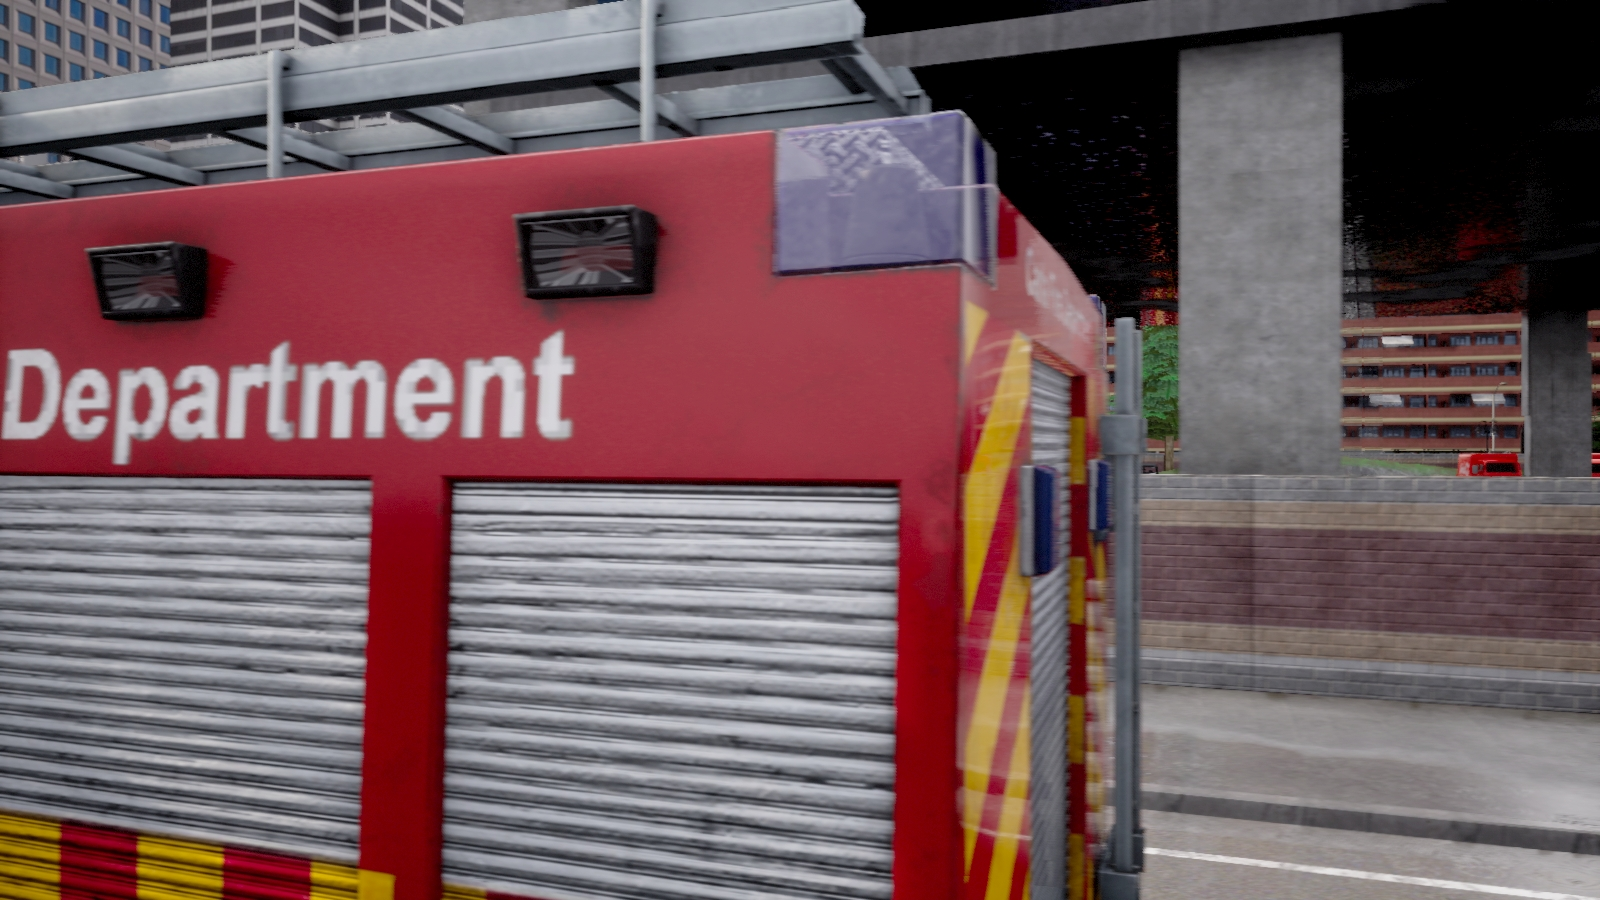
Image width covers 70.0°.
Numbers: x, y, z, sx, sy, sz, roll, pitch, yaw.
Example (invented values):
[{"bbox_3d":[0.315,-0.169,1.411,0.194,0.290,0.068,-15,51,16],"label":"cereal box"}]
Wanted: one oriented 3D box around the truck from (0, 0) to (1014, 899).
[{"bbox_3d":[-3.630,0.891,4.586,8.468,3.827,2.891,0,0,20],"label":"truck"}]
